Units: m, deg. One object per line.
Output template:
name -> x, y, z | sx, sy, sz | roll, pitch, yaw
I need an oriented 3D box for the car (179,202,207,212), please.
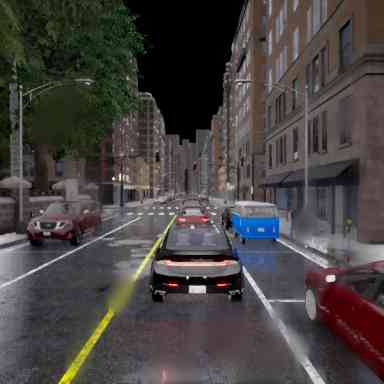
car -> 0.098, 1.519, 18.507 | 1.812, 1.442, 4.674 | 0, 0, 0

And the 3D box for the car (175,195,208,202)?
car -> 0.040, 1.338, 27.465 | 2.097, 1.767, 4.553 | 0, 0, 2

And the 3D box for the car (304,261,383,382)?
car -> 2.854, 1.544, 4.236 | 1.887, 1.381, 4.507 | 0, 0, 0

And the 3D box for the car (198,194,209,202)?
car -> 2.833, 1.386, 75.594 | 1.967, 1.590, 4.097 | 0, 0, 0

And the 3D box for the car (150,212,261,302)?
car -> 0.098, 1.490, 8.245 | 2.128, 1.511, 4.902 | 0, 0, 0

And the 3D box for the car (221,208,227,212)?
car -> 2.850, 1.557, 21.217 | 1.947, 1.339, 4.313 | 0, 0, 0

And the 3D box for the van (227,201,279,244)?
van -> 2.851, 1.336, 15.557 | 1.690, 1.788, 3.998 | 0, 0, 0

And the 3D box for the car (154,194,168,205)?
car -> -5.687, 1.480, 59.033 | 1.752, 1.417, 4.829 | 0, 0, 0

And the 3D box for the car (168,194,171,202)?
car -> -5.688, 1.502, 64.653 | 2.008, 1.369, 4.403 | 0, 0, 0

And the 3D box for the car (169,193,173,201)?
car -> -5.690, 1.493, 70.105 | 1.887, 1.381, 4.507 | 0, 0, 0

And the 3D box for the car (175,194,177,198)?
car -> -5.695, 1.496, 86.457 | 2.008, 1.369, 4.403 | 0, 0, 0

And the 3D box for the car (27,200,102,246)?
car -> -5.674, 1.310, 15.514 | 2.192, 1.841, 5.009 | 0, 0, 0

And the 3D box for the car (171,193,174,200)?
car -> -5.692, 1.491, 75.555 | 1.887, 1.381, 4.507 | 0, 0, 0
